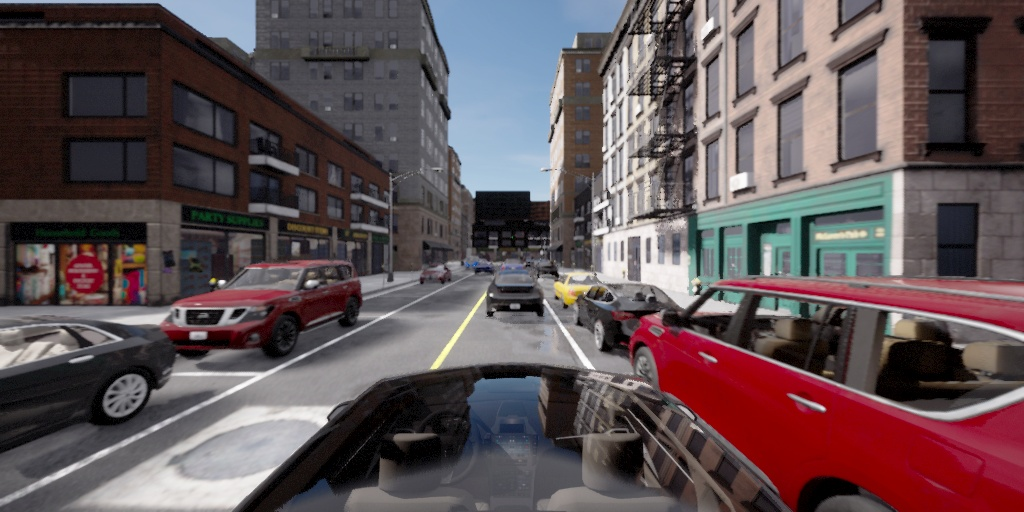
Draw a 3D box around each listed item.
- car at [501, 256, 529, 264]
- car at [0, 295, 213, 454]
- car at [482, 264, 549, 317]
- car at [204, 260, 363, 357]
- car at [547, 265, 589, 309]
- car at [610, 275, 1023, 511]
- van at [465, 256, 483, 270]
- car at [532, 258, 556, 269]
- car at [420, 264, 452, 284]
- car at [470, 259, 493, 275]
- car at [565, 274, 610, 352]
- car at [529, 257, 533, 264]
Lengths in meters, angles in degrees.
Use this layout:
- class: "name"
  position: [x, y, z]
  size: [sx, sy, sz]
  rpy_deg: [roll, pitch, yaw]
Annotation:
- class: "car"
  position: [0.123, 1.001, 30.161]
  size: [2.097, 1.767, 4.553]
  rpy_deg: [0, 0, 0]
- class: "car"
  position: [-5.387, 1.296, 3.012]
  size: [2.007, 1.370, 4.403]
  rpy_deg: [0, 0, 0]
- class: "car"
  position: [0.100, 1.216, 12.935]
  size: [1.837, 1.490, 4.892]
  rpy_deg: [0, 0, 0]
- class: "car"
  position: [-5.381, 1.040, 8.674]
  size: [2.192, 1.841, 5.009]
  rpy_deg: [0, 0, 0]
- class: "car"
  position: [2.651, 1.231, 14.496]
  size: [1.751, 1.417, 4.829]
  rpy_deg: [0, 0, 0]
- class: "car"
  position: [2.638, 1.060, 3.002]
  size: [2.192, 1.841, 5.009]
  rpy_deg: [0, 0, 0]
- class: "van"
  position: [-5.335, 0.927, 48.306]
  size: [1.690, 1.789, 3.998]
  rpy_deg: [0, 0, 0]
- class: "car"
  position: [3.055, 1.146, 32.344]
  size: [1.837, 1.490, 4.892]
  rpy_deg: [0, 0, 0]
- class: "car"
  position: [-5.361, 1.247, 25.659]
  size: [1.802, 1.307, 4.207]
  rpy_deg: [0, 0, 0]
- class: "car"
  position: [-2.807, 1.226, 36.894]
  size: [1.895, 1.301, 4.718]
  rpy_deg: [0, 0, 0]
- class: "car"
  position: [2.645, 1.291, 8.664]
  size: [1.948, 1.339, 4.313]
  rpy_deg: [0, 0, 0]
- class: "car"
  position: [3.063, 1.121, 39.344]
  size: [1.837, 1.490, 4.892]
  rpy_deg: [0, 0, 0]
